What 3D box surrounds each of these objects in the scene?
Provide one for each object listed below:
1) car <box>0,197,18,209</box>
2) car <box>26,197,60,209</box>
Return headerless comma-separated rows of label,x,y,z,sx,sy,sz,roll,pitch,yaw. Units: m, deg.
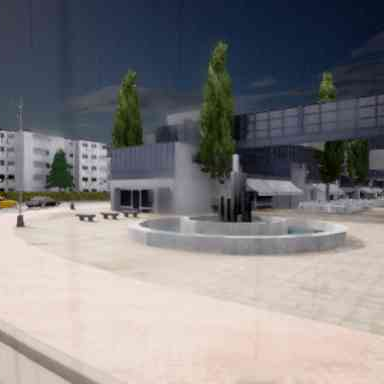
car,-22.346,1.296,38.638,1.882,1.535,5.008,0,0,6
car,-18.397,1.318,41.379,2.128,1.511,4.902,0,0,11
